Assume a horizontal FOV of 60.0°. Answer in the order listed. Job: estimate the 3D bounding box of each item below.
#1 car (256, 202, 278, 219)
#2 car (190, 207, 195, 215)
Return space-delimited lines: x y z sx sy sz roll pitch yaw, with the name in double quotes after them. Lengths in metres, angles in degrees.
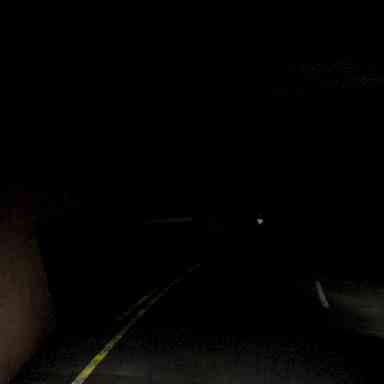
6.542 1.540 28.883 4.181 1.385 1.994 0 0 -43 "car"
2.014 1.548 29.400 1.895 1.301 4.718 0 0 45 "car"
